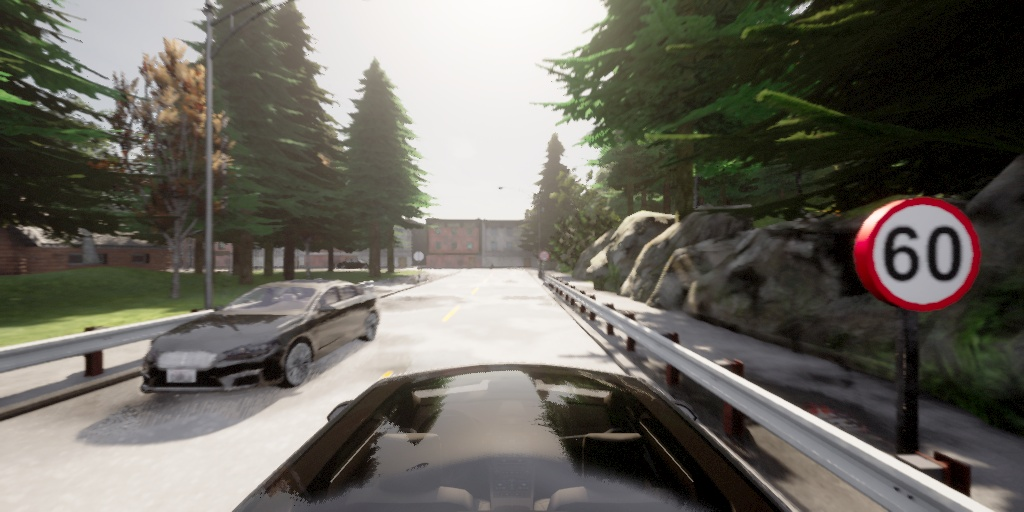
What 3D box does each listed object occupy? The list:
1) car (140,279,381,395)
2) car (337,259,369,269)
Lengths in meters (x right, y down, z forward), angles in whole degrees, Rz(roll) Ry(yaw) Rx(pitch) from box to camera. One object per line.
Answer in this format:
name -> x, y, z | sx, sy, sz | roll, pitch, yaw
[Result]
car -> -4.125, 1.235, 6.915 | 2.128, 1.511, 4.902 | 0, 0, 0
car -> -22.533, 1.190, 51.812 | 5.008, 1.535, 1.882 | 0, 0, 0
